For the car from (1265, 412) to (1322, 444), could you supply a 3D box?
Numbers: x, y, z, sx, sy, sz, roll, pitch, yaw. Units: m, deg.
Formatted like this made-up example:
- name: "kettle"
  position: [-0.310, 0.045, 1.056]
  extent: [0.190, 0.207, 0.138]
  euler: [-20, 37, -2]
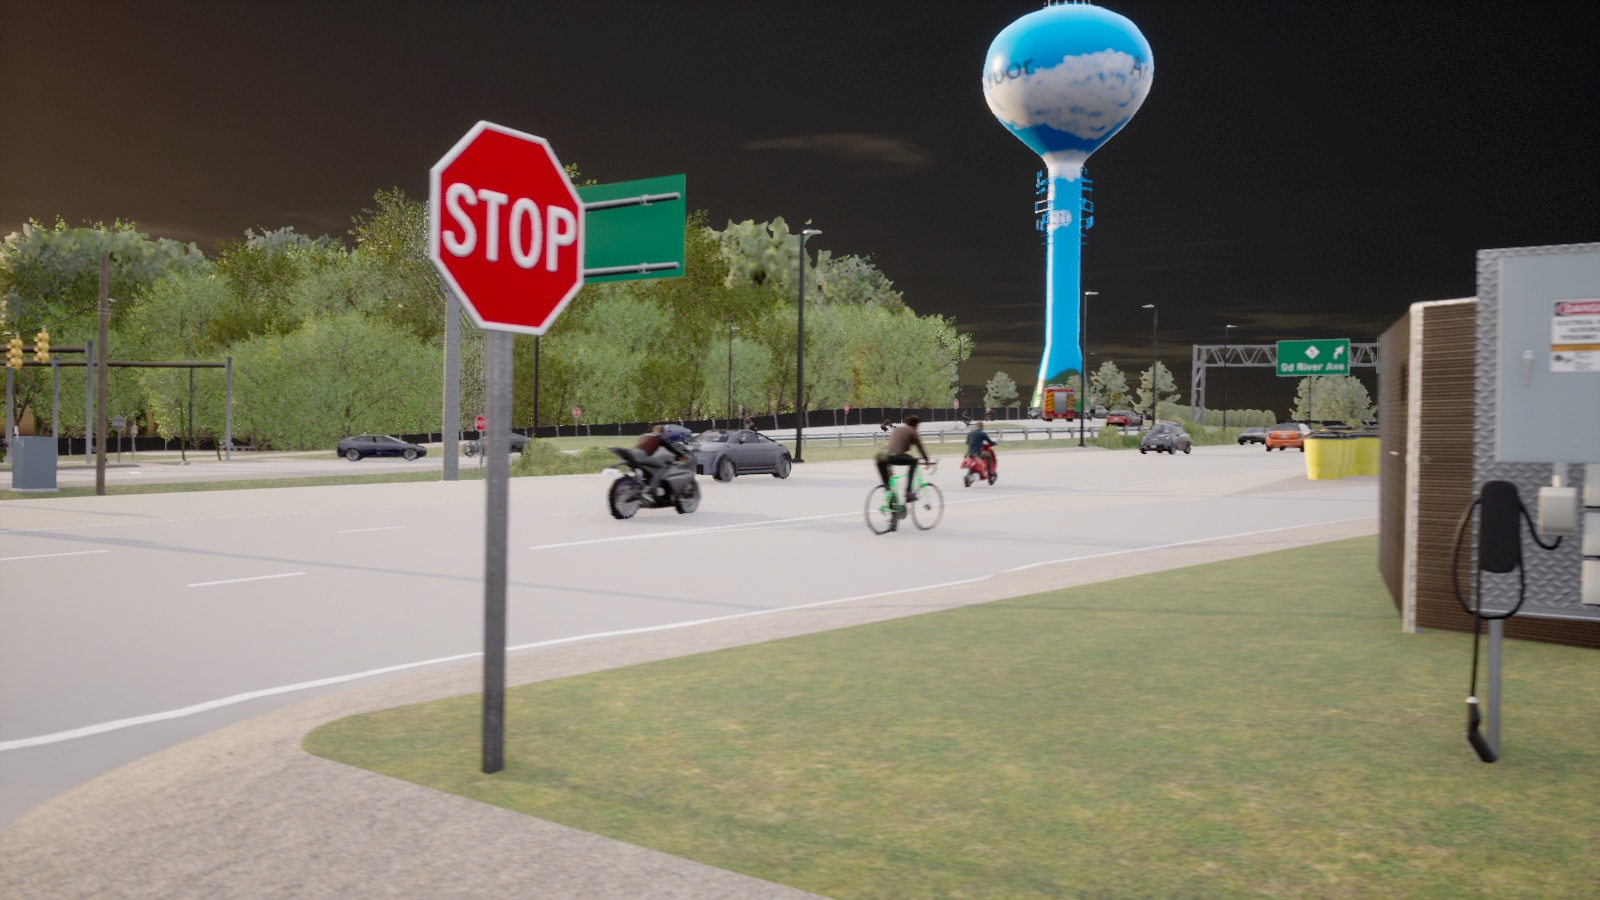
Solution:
- name: "car"
  position: [28.469, -1.297, 72.404]
  extent: [2.097, 1.767, 4.553]
  euler: [0, 2, 34]

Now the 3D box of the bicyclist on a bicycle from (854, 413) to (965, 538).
- name: "bicyclist on a bicycle"
  position: [1.515, 0.316, 17.181]
  extent: [0.582, 1.620, 1.656]
  euler: [0, 2, 44]

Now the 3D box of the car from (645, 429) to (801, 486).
- name: "car"
  position: [-1.968, 0.158, 33.415]
  extent: [1.994, 1.385, 4.181]
  euler: [0, 1, 34]

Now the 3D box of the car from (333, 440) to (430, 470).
- name: "car"
  position: [-23.156, 0.272, 69.681]
  extent: [4.792, 1.488, 2.163]
  euler: [-2, 2, -10]

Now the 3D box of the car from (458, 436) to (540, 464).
- name: "car"
  position: [-18.038, -0.020, 75.457]
  extent: [1.812, 1.442, 4.674]
  euler: [0, 3, 37]

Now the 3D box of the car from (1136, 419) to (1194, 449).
- name: "car"
  position: [18.649, -0.826, 64.072]
  extent: [1.845, 1.501, 3.633]
  euler: [0, 2, 34]

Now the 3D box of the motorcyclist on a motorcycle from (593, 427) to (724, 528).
- name: "motorcyclist on a motorcycle"
  position: [-2.268, 0.411, 20.428]
  extent: [0.866, 1.530, 2.191]
  euler: [0, 1, 34]

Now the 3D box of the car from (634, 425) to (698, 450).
- name: "car"
  position: [-9.409, -0.894, 88.302]
  extent: [1.812, 1.442, 4.674]
  euler: [0, 4, 35]

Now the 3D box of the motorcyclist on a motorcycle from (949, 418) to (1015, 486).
- name: "motorcyclist on a motorcycle"
  position: [4.409, 0.027, 30.353]
  extent: [0.866, 1.590, 1.817]
  euler: [0, 1, 34]

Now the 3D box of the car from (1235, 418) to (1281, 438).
- name: "car"
  position: [34.036, -1.662, 93.225]
  extent: [2.033, 1.411, 5.357]
  euler: [0, 2, 34]
